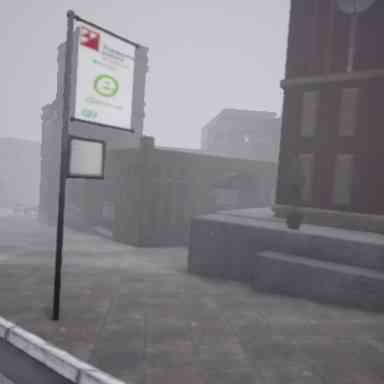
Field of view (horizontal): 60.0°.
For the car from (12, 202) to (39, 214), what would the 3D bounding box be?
[{"bbox_3d":[-23.142,2.200,46.914,2.128,1.511,4.902,4,-2,6],"label":"car"}]
